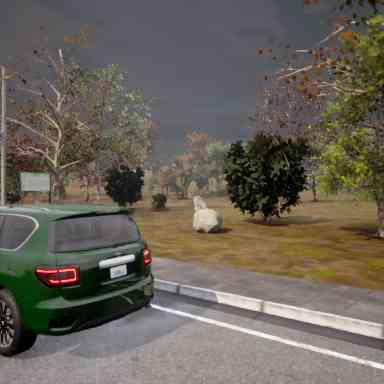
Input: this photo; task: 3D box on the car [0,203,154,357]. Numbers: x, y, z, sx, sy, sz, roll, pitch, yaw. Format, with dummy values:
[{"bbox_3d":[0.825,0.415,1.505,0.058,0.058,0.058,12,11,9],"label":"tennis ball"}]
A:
[{"bbox_3d":[-3.230,1.221,6.279,5.566,2.045,2.150,0,0,35],"label":"car"}]
